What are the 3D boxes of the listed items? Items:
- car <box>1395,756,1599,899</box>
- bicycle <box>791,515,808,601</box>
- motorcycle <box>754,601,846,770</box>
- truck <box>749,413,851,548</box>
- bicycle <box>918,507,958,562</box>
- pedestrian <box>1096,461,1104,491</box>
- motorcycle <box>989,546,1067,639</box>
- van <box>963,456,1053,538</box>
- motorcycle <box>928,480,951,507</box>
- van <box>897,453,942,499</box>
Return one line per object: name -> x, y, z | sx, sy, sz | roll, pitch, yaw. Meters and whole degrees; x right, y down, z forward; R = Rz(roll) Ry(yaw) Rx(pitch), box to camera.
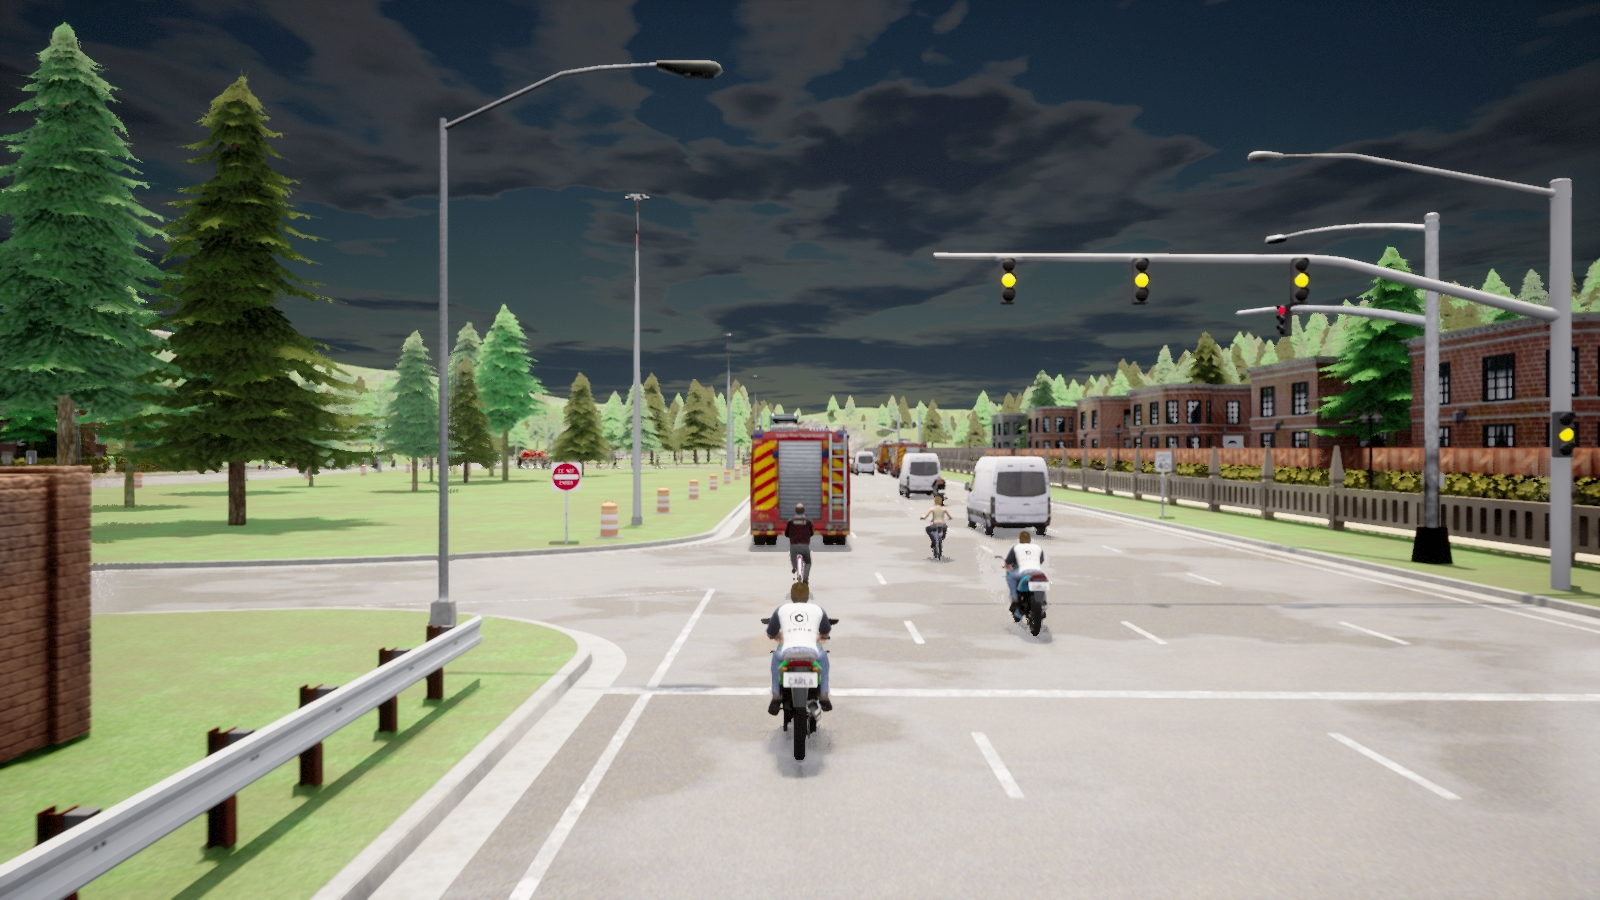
car -> 3.500, 2.062, 2.880 | 1.816, 1.474, 4.193 | 0, 0, 0
bicycle -> -0.008, 2.044, 22.019 | 0.329, 1.471, 1.835 | 0, 0, 0
motorcycle -> -0.001, 2.177, 10.927 | 0.803, 1.199, 2.033 | 0, 0, 0
truck -> -0.007, 0.865, 36.669 | 2.891, 3.827, 8.468 | 0, 0, 0
bicycle -> 3.498, 2.137, 29.090 | 0.859, 1.277, 1.487 | 0, 0, 0
pedestrian -> 19.096, 1.647, 72.697 | 0.375, 1.860, 0.375 | 0, 0, 0
motorcycle -> 3.498, 2.172, 17.699 | 0.803, 1.199, 2.033 | 0, 0, 0
van -> 6.993, 1.507, 39.002 | 1.988, 2.561, 5.915 | 0, 0, 0
motorcycle -> 6.996, 2.166, 57.286 | 0.867, 1.251, 2.209 | 0, 0, 0
van -> 6.991, 1.488, 67.363 | 1.988, 2.561, 5.915 | 0, 0, 0
